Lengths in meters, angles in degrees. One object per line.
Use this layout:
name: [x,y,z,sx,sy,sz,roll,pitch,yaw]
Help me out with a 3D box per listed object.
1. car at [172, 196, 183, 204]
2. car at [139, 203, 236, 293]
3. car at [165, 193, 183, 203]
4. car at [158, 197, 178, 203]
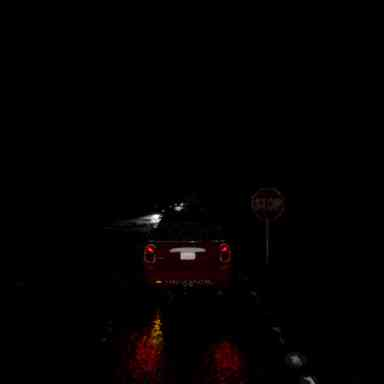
car: [-2.754,1.463,63.672,1.994,1.385,4.181,0,0,0]
car: [-0.179,1.341,9.023,2.097,1.767,4.553,0,0,-2]
car: [-2.810,1.148,51.047,2.150,2.045,5.566,0,0,-1]
car: [-2.833,1.552,35.136,1.895,1.301,4.718,0,0,0]
